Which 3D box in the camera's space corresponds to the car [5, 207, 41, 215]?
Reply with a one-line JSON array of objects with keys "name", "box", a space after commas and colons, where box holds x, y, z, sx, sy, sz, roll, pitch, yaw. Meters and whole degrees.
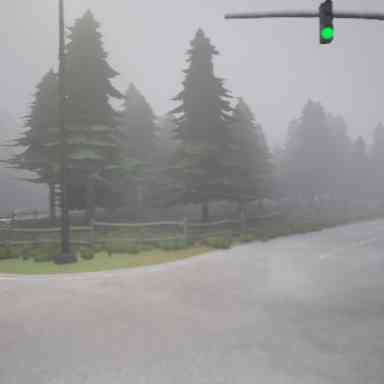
[{"name": "car", "box": [-21.714, 2.606, 43.060, 2.033, 1.411, 5.357, -1, -1, 10]}]
